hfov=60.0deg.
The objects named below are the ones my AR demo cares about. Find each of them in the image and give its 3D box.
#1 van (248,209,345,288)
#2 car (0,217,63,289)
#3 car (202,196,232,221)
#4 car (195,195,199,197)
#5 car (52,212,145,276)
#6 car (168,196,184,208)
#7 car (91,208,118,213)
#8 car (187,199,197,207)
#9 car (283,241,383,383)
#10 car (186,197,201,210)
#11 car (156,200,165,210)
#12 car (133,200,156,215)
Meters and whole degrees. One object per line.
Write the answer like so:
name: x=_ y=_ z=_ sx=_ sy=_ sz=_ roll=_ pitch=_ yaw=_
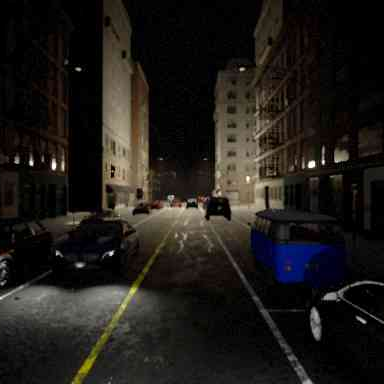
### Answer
van: x=2.637 y=1.405 z=9.122 sx=1.690 sy=1.788 sz=3.998 roll=0 pitch=0 yaw=0
car: x=-5.388 y=1.504 z=9.122 sx=1.967 sy=1.590 sz=4.097 roll=0 pitch=0 yaw=0
car: x=2.269 y=1.444 z=30.056 sx=2.150 sy=2.045 sz=5.566 roll=0 pitch=0 yaw=0
car: x=2.706 y=1.954 z=90.580 sx=2.192 sy=1.841 sz=5.009 roll=0 pitch=0 yaw=0
car: x=-2.838 y=1.601 z=10.753 sx=1.812 sy=1.442 sz=4.674 roll=0 pitch=0 yaw=0
car: x=-2.750 y=1.893 z=57.405 sx=1.882 sy=1.535 sz=5.008 roll=0 pitch=-1 yaw=0
car: x=-5.388 y=1.694 z=20.142 sx=2.008 sy=1.369 sz=4.403 roll=0 pitch=0 yaw=0
car: x=-0.001 y=2.054 z=64.091 sx=1.895 sy=1.301 sz=4.718 roll=0 pitch=0 yaw=0
car: x=2.637 y=1.576 z=3.611 sx=2.008 sy=1.369 sz=4.403 roll=0 pitch=0 yaw=0
car: x=0.019 y=1.852 z=50.340 sx=2.128 sy=1.511 sz=4.902 roll=0 pitch=0 yaw=0
car: x=-5.388 y=1.886 z=47.697 sx=1.887 sy=1.381 sz=4.507 roll=0 pitch=0 yaw=0
car: x=-5.388 y=1.845 z=36.675 sx=1.802 sy=1.307 sz=4.206 roll=0 pitch=0 yaw=0
